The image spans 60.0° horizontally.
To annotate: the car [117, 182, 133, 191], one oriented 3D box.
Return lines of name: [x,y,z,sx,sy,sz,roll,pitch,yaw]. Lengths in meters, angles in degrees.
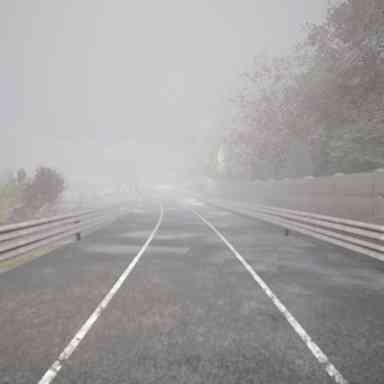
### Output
car: [-17.340,-1.222,89.128,2.097,1.767,4.553,1,4,16]
